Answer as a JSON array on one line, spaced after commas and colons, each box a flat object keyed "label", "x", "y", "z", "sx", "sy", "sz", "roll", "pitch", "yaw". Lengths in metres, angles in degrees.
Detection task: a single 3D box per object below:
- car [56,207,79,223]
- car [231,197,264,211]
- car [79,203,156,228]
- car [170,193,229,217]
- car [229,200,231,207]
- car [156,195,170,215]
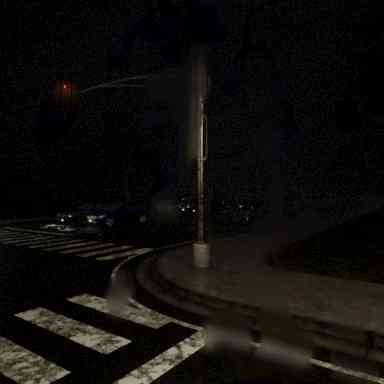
[{"label": "car", "x": -7.098, "y": 1.494, "z": 24.484, "sx": 2.033, "sy": 1.411, "sz": 5.357, "roll": 0, "pitch": 0, "yaw": 38}, {"label": "car", "x": 6.782, "y": 1.377, "z": 38.759, "sx": 1.837, "sy": 1.490, "sz": 4.892, "roll": 0, "pitch": 0, "yaw": 35}, {"label": "car", "x": -4.820, "y": 1.465, "z": 22.146, "sx": 1.812, "sy": 1.442, "sz": 4.674, "roll": 0, "pitch": 0, "yaw": 36}, {"label": "car", "x": 0.842, "y": 1.126, "z": 30.258, "sx": 2.150, "sy": 2.045, "sz": 5.566, "roll": 0, "pitch": 0, "yaw": 35}, {"label": "car", "x": 5.786, "y": 1.476, "z": 43.001, "sx": 1.895, "sy": 1.301, "sz": 4.718, "roll": 0, "pitch": 0, "yaw": 35}, {"label": "car", "x": -1.269, "y": 1.132, "z": 32.911, "sx": 2.150, "sy": 2.045, "sz": 5.566, "roll": 0, "pitch": 0, "yaw": 35}]
